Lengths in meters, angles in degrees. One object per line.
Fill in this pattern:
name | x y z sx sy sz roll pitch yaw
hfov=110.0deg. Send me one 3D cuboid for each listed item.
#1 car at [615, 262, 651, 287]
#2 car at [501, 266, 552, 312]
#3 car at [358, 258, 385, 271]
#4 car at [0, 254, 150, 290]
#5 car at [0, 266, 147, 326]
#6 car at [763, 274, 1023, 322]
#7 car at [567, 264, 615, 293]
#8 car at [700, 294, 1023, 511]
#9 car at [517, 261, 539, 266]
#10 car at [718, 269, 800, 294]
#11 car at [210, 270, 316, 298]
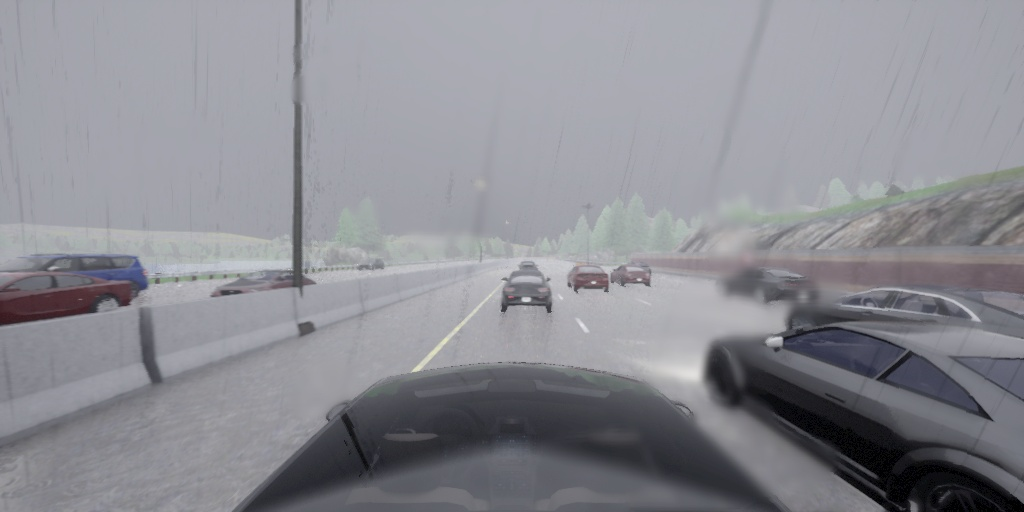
car | 8.053 1.307 24.663 1.812 1.442 4.674 0 0 3
car | 0.578 1.282 14.236 1.812 1.442 4.674 0 0 3
car | -18.935 1.092 48.397 2.097 1.767 4.553 0 0 3
car | -17.194 0.925 13.502 2.150 2.045 5.566 0 0 3
car | -13.842 1.190 10.006 1.882 1.535 5.008 0 0 2
car | 7.276 1.264 6.401 2.128 1.511 4.902 0 0 2
car | 4.404 1.247 21.291 1.882 1.535 5.008 0 0 3
car | 3.712 1.325 3.510 1.994 1.385 4.181 0 0 1
car | 1.604 1.272 36.135 1.837 1.490 4.892 0 0 3
car | 11.170 1.293 16.034 1.837 1.490 4.892 0 0 3
car | -10.117 1.289 14.992 1.994 1.385 4.181 0 0 3
